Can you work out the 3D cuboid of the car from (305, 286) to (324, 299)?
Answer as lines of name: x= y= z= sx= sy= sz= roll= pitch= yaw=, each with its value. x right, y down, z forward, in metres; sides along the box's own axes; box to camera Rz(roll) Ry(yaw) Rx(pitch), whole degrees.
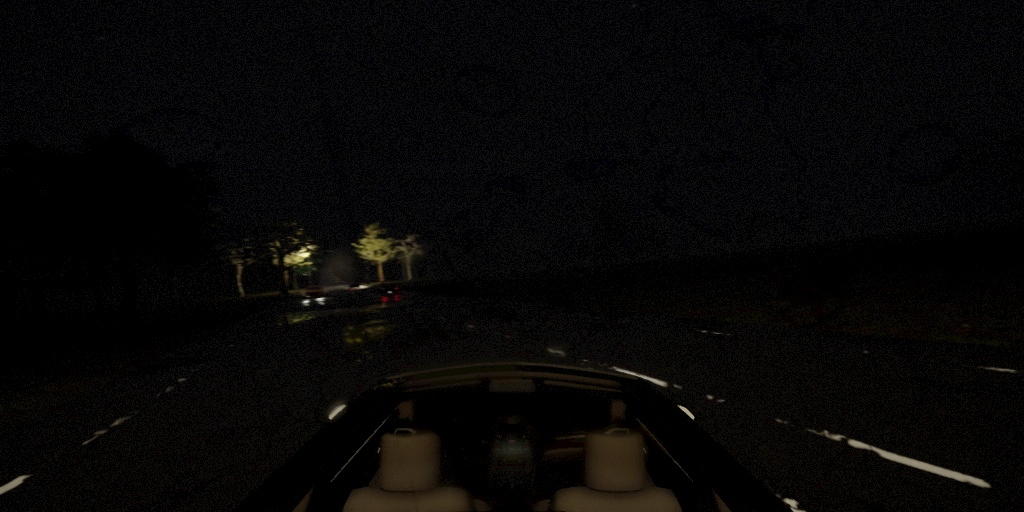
car: x=-24.450 y=4.438 z=44.457 sx=1.882 sy=1.535 sz=5.008 roll=-4 pitch=-2 yaw=-27

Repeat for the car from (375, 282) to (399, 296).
car: x=-13.573 y=3.526 z=38.650 sx=1.895 sy=1.301 sz=4.718 roll=-3 pitch=-2 yaw=-28
